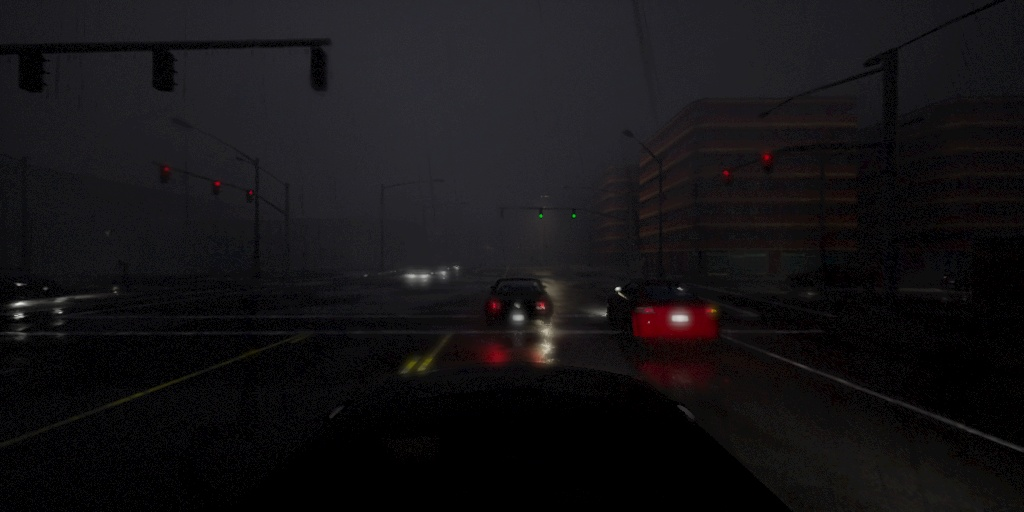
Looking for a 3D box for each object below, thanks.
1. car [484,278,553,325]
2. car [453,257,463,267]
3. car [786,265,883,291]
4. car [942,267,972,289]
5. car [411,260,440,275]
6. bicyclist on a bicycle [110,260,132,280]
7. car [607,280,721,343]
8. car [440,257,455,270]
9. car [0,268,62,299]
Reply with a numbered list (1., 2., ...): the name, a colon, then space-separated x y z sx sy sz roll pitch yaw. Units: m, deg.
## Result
1. car: 0.224 1.368 11.853 1.895 1.301 4.718 0 0 1
2. car: -9.431 0.944 59.759 1.837 1.490 4.892 0 1 1
3. car: 19.484 1.292 21.787 5.008 1.535 1.882 0 0 -1
4. car: 29.341 1.310 21.907 4.902 1.511 2.128 0 0 -1
5. car: -9.655 1.279 39.357 1.994 1.385 4.181 0 1 1
6. bicyclist on a bicycle: -30.987 1.117 28.448 0.582 1.620 1.656 0 0 -1
7. car: 3.874 1.333 9.827 1.994 1.385 4.181 0 0 6
8. car: -9.566 1.195 49.302 1.895 1.301 4.718 0 1 1
9. car: -25.171 1.311 17.543 4.674 1.442 1.812 0 0 -1
